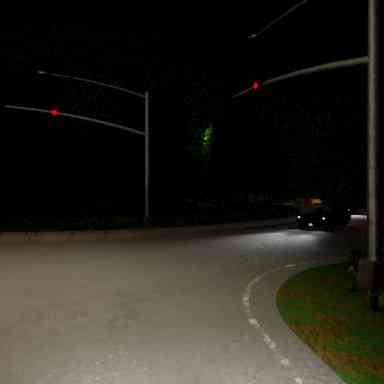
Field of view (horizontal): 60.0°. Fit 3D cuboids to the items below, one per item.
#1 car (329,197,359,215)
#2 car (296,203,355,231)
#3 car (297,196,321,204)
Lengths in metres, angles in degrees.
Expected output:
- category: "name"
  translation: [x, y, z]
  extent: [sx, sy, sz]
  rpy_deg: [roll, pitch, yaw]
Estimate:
- category: "car"
  translation: [15.333, 1.536, 33.297]
  extent: [1.994, 1.385, 4.181]
  rpy_deg: [0, 0, 15]
- category: "car"
  translation: [8.297, 1.574, 20.809]
  extent: [1.895, 1.301, 4.718]
  rpy_deg: [0, 0, 41]
- category: "car"
  translation: [19.634, 1.450, 56.053]
  extent: [1.882, 1.535, 5.008]
  rpy_deg: [0, 0, -16]
